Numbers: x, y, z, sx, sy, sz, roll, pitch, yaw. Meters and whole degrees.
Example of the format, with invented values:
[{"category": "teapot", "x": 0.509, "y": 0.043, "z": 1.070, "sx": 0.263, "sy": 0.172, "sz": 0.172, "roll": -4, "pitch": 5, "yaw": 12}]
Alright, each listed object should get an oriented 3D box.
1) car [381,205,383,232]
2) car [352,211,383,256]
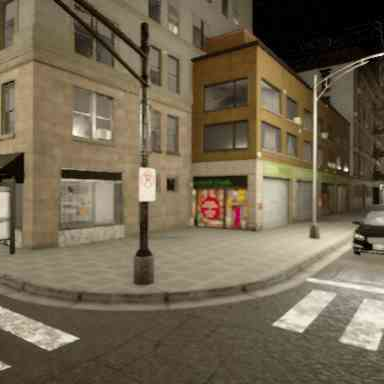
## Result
[{"category": "car", "x": 12.712, "y": 1.531, "z": 20.061, "sx": 1.812, "sy": 1.442, "sz": 4.674, "roll": 0, "pitch": 0, "yaw": 35}, {"category": "car", "x": 7.381, "y": 1.494, "z": 12.580, "sx": 2.128, "sy": 1.511, "sz": 4.902, "roll": 0, "pitch": 0, "yaw": 35}]
